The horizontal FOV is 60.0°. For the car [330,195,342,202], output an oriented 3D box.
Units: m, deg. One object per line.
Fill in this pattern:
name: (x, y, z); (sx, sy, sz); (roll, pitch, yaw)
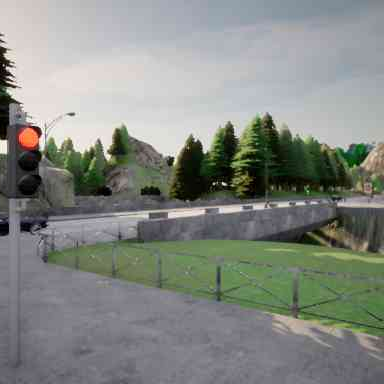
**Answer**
car: (32.969, 1.438, 75.990); (1.837, 1.490, 4.892); (0, 0, 36)

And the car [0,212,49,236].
car: (-9.597, 1.601, 16.337); (1.895, 1.301, 4.718); (0, 0, 36)
